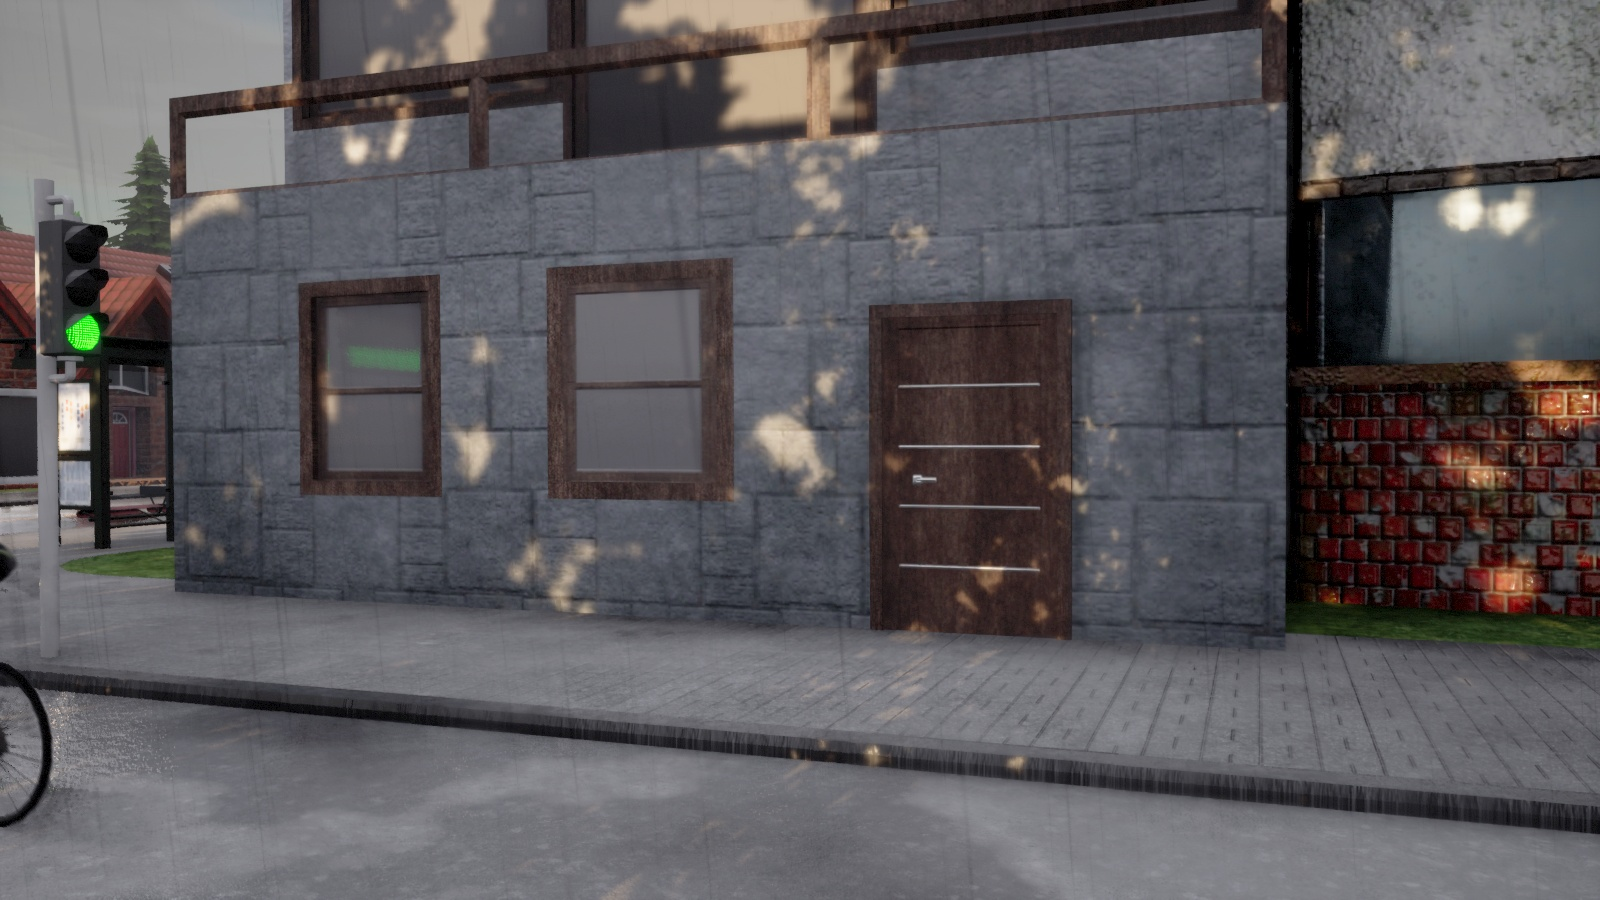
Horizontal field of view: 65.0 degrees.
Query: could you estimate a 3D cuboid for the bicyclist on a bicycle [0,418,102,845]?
[{"bbox_3d":[-3.759,0.682,5.184,1.656,1.620,0.582,0,1,20],"label":"bicyclist on a bicycle"}]
